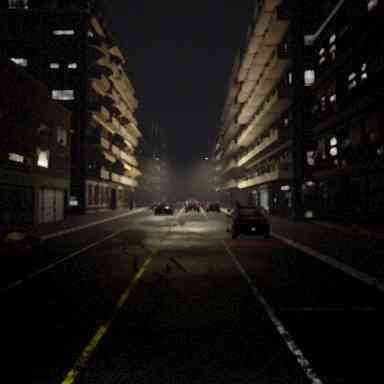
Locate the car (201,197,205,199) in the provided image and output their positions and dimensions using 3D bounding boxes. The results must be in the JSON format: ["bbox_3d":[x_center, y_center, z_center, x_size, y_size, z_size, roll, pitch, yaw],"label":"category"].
[{"bbox_3d":[2.705,2.241,65.017,1.802,1.307,4.206,1,-1,0],"label":"car"}]

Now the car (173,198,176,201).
[{"bbox_3d":[-5.672,2.467,92.742,1.752,1.417,4.829,1,-1,0],"label":"car"}]

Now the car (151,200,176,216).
[{"bbox_3d":[-3.090,1.945,37.573,1.994,1.385,4.181,0,-1,0],"label":"car"}]

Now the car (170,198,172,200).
[{"bbox_3d":[-5.671,1.975,65.060,2.192,1.841,5.009,1,-1,0],"label":"car"}]

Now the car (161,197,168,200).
[{"bbox_3d":[-5.671,1.918,59.489,2.192,1.841,5.009,1,-1,0],"label":"car"}]

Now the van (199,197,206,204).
[{"bbox_3d":[2.713,2.227,87.303,1.690,1.788,3.998,1,-1,0],"label":"van"}]

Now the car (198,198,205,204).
[{"bbox_3d":[2.715,2.470,93.042,1.752,1.417,4.829,1,-1,0],"label":"car"}]

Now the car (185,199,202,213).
[{"bbox_3d":[0.083,1.976,44.446,1.812,1.442,4.674,0,-1,0],"label":"car"}]

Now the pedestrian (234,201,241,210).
[{"bbox_3d":[3.002,1.515,21.779,0.375,1.860,0.375,1,-1,-5],"label":"pedestrian"}]

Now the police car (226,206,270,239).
[{"bbox_3d":[3.000,1.616,18.756,1.930,1.638,5.238,0,-1,0],"label":"police car"}]

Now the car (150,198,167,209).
[{"bbox_3d":[-5.676,2.112,53.916,1.947,1.339,4.313,1,-1,0],"label":"car"}]

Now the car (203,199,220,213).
[{"bbox_3d":[2.704,1.960,42.904,1.752,1.417,4.829,1,-1,0],"label":"car"}]

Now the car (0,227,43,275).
[{"bbox_3d":[-5.679,1.678,9.349,1.802,1.307,4.206,1,-1,0],"label":"car"}]
